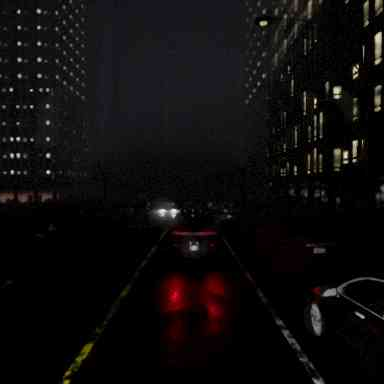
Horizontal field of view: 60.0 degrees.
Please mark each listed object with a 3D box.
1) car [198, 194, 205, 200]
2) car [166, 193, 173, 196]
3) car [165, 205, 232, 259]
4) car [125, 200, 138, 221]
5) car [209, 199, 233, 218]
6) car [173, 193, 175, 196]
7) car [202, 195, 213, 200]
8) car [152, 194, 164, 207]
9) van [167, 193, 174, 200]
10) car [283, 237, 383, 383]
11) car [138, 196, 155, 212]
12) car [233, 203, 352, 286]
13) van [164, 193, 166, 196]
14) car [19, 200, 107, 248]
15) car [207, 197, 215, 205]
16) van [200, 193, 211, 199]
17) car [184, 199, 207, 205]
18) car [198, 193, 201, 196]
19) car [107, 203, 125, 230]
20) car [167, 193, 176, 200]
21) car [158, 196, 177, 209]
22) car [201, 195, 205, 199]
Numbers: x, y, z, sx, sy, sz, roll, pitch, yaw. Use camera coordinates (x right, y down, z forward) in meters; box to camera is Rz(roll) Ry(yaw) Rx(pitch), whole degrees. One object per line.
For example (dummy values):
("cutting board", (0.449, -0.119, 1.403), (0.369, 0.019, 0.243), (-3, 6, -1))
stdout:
("car", (2.672, 1.421, 93.715), (1.887, 1.381, 4.507), (-1, 0, 0))
("car", (-5.707, 1.457, 71.213), (2.008, 1.369, 4.403), (-1, 0, 0))
("car", (0.071, 1.474, 12.446), (2.128, 1.511, 4.902), (0, 0, 0))
("car", (-5.705, 1.546, 26.211), (1.802, 1.307, 4.206), (-1, 0, 0))
("car", (2.675, 1.515, 26.211), (2.008, 1.369, 4.403), (-1, 0, 0))
("car", (-5.712, 1.214, 76.838), (2.192, 1.841, 5.009), (-1, 0, 0))
("car", (2.674, 1.468, 43.256), (1.752, 1.417, 4.829), (-1, 0, 0))
("car", (-5.708, 1.376, 48.711), (1.967, 1.590, 4.097), (-1, 0, 0))
("van", (-5.712, 1.225, 88.088), (1.690, 1.788, 3.998), (-1, 0, 0))
("car", (2.676, 1.545, 3.711), (2.008, 1.369, 4.403), (-1, 0, 0))
("car", (-5.706, 1.495, 37.461), (1.887, 1.381, 4.507), (-1, 0, 0))
("car", (2.671, 1.302, 9.335), (2.192, 1.841, 5.009), (-1, 0, 0))
("van", (-5.711, 1.270, 54.337), (1.690, 1.788, 3.998), (-1, 0, 0))
("car", (-5.709, 1.294, 14.961), (2.192, 1.841, 5.009), (-1, 0, 0))
("car", (2.675, 1.502, 31.836), (1.887, 1.381, 4.507), (-1, 0, 0))
("van", (2.669, 1.270, 54.337), (1.690, 1.788, 3.998), (-1, 0, 0))
("car", (0.080, 1.561, 29.461), (1.895, 1.301, 4.718), (0, 0, 0))
("car", (2.670, 1.347, 71.213), (1.967, 1.590, 4.097), (-1, 0, 0))
("car", (-5.705, 1.516, 20.586), (1.887, 1.381, 4.507), (-1, 0, 0))
("car", (-5.713, 1.192, 93.714), (2.192, 1.841, 5.009), (-1, 0, 0))
("car", (-3.095, 1.541, 44.559), (1.895, 1.301, 4.718), (0, 0, 0))
("car", (2.674, 1.502, 48.712), (1.947, 1.339, 4.313), (-1, 0, 0))
